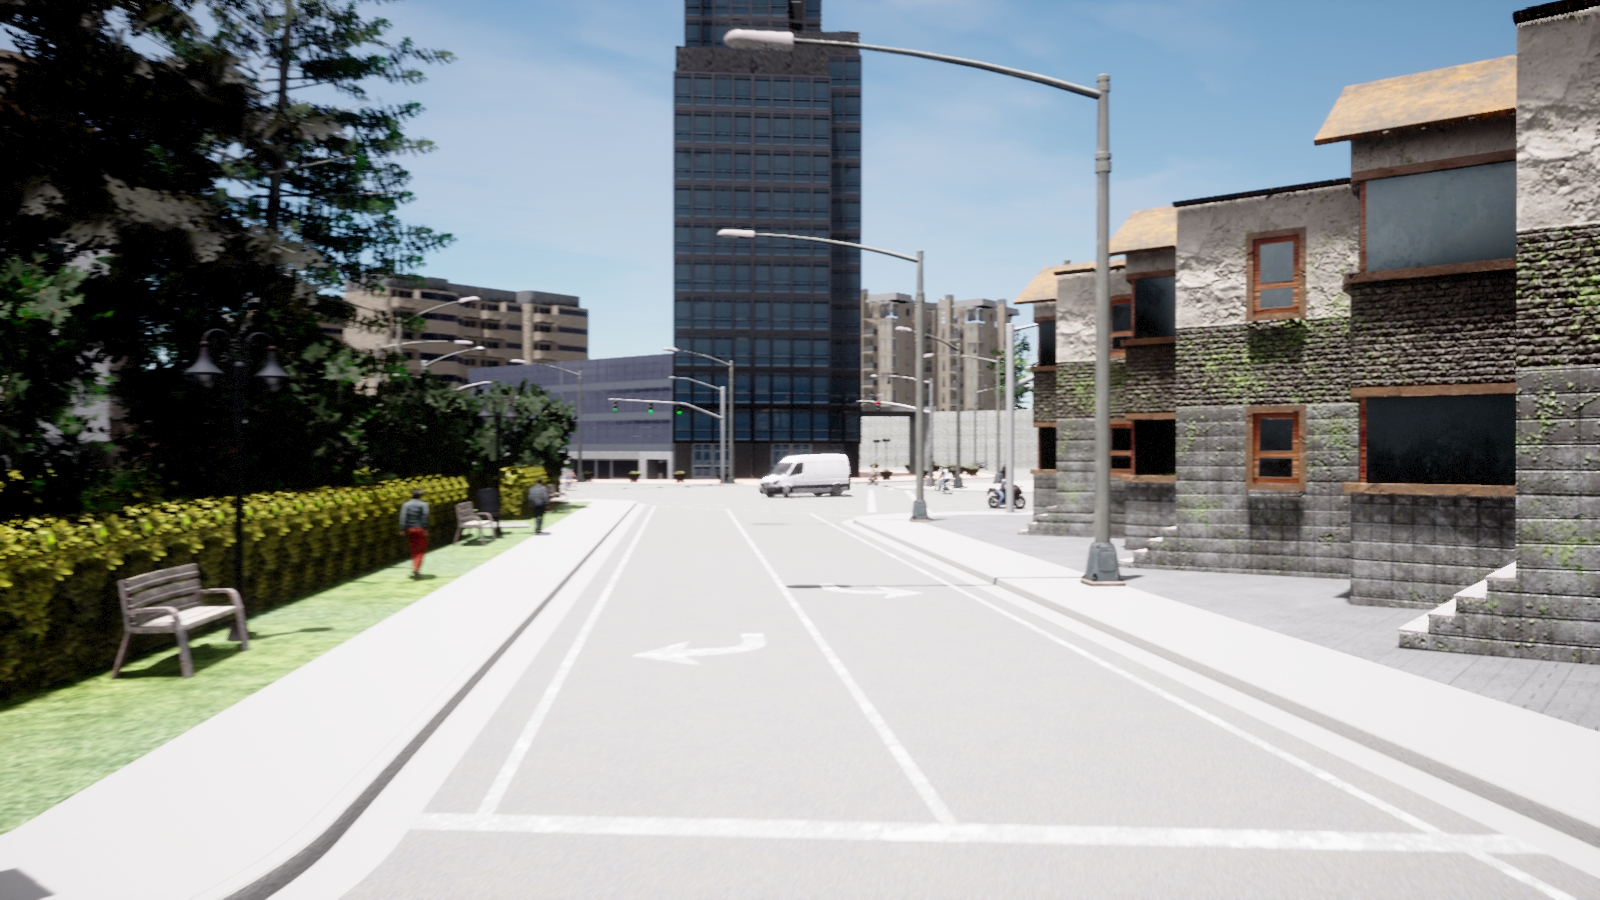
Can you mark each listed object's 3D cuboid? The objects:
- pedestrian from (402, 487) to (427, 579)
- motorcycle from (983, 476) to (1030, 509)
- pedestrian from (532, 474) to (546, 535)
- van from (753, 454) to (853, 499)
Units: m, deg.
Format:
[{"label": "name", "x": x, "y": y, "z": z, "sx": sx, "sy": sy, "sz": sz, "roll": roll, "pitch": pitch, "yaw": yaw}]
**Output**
[{"label": "pedestrian", "x": -7.878, "y": 1.697, "z": 23.383, "sx": 0.375, "sy": 1.860, "sz": 0.375, "roll": 0, "pitch": 0, "yaw": 2}, {"label": "motorcycle", "x": 9.680, "y": 1.991, "z": 53.528, "sx": 2.033, "sy": 1.505, "sz": 0.803, "roll": -1, "pitch": 0, "yaw": 40}, {"label": "pedestrian", "x": -8.144, "y": 1.698, "z": 35.658, "sx": 0.375, "sy": 1.860, "sz": 0.375, "roll": 0, "pitch": 0, "yaw": -3}, {"label": "van", "x": 0.230, "y": 1.547, "z": 68.131, "sx": 5.915, "sy": 2.561, "sz": 1.988, "roll": 0, "pitch": -2, "yaw": -38}]
